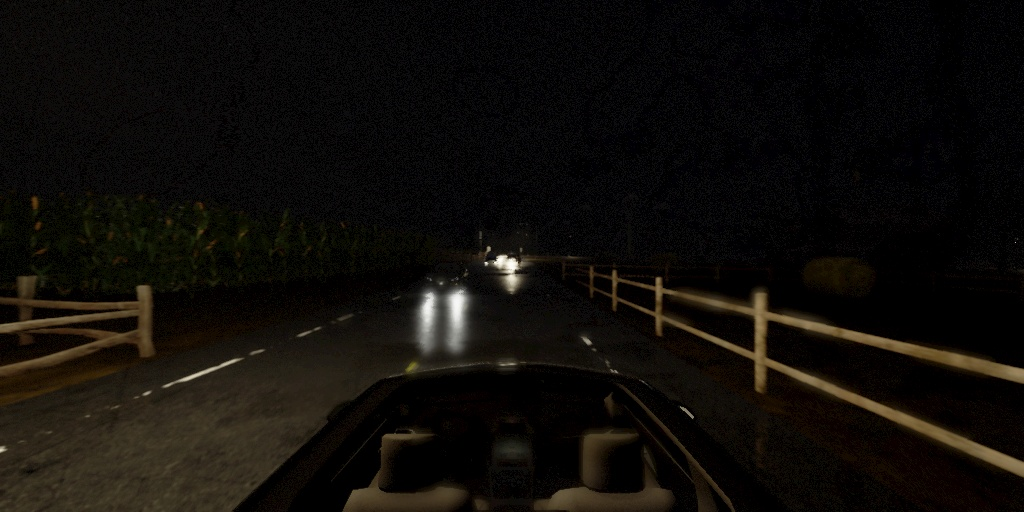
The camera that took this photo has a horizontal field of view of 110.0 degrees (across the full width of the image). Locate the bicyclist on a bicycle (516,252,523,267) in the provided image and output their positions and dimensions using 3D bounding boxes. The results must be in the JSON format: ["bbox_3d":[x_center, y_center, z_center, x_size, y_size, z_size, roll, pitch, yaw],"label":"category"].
[{"bbox_3d":[0.962,0.571,45.464,0.866,1.612,1.509,0,1,0],"label":"bicyclist on a bicycle"}]

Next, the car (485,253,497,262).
[{"bbox_3d":[-3.536,0.225,61.846,1.882,1.535,5.008,0,1,1],"label":"car"}]

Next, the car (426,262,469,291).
[{"bbox_3d":[-3.598,1.122,20.644,1.837,1.490,4.892,0,1,0],"label":"car"}]
